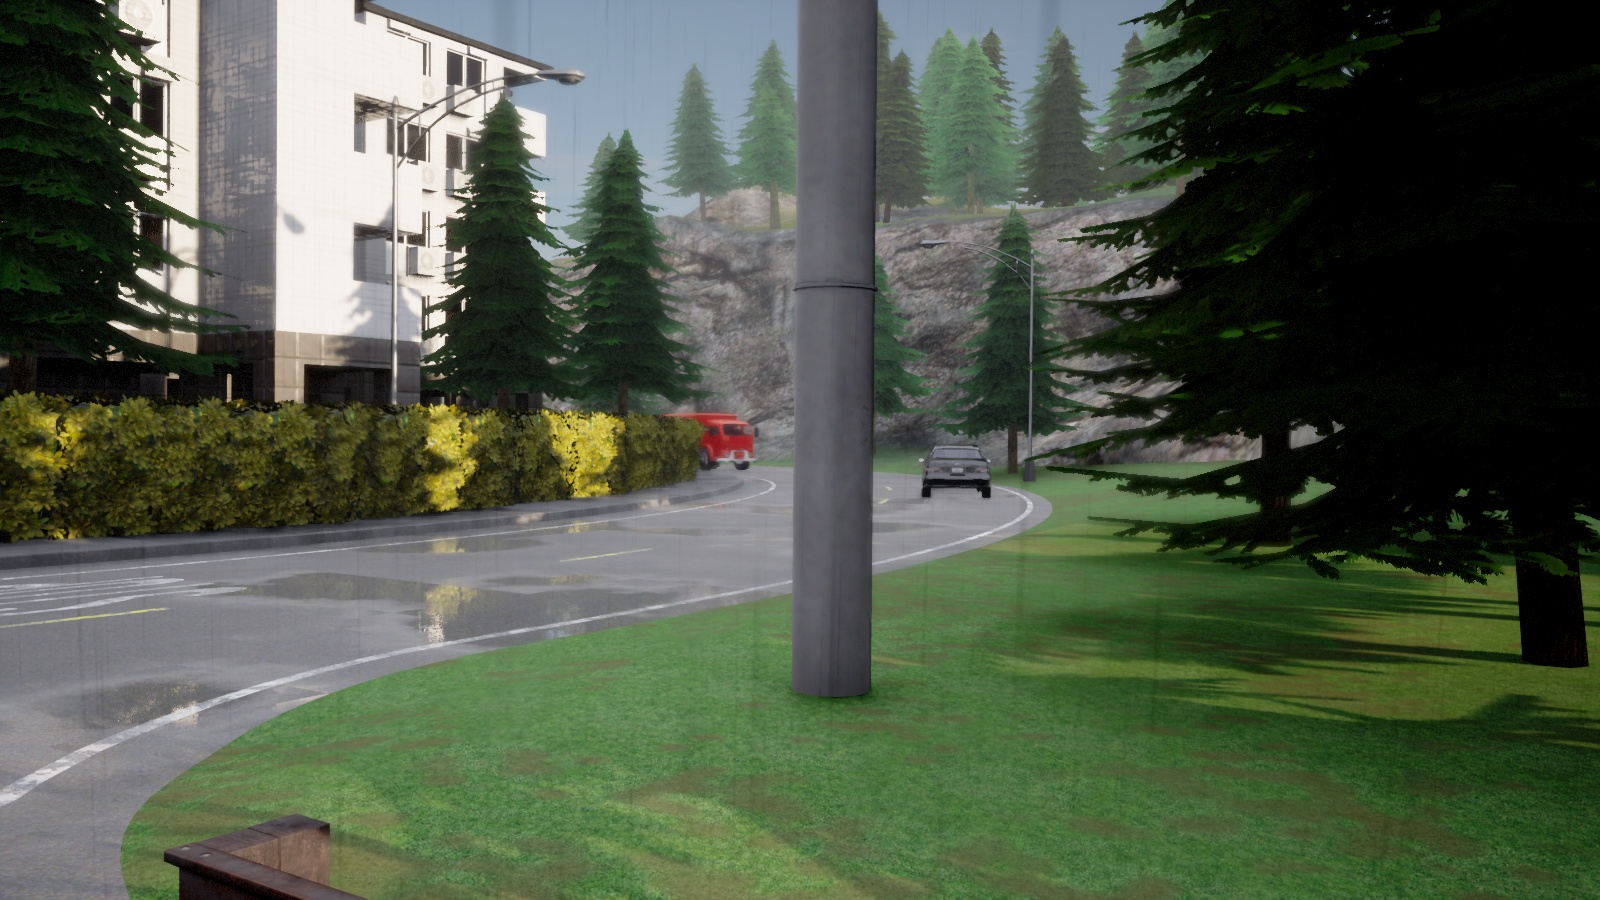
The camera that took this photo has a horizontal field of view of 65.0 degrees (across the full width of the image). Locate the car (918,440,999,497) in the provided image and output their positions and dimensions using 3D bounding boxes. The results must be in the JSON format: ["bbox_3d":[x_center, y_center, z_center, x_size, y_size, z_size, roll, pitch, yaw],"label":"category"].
[{"bbox_3d":[4.277,0.445,34.561,2.033,1.411,5.357,0,1,6],"label":"car"}]

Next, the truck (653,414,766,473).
[{"bbox_3d":[-4.041,-0.296,55.212,2.627,2.467,5.204,-1,1,-36],"label":"truck"}]
